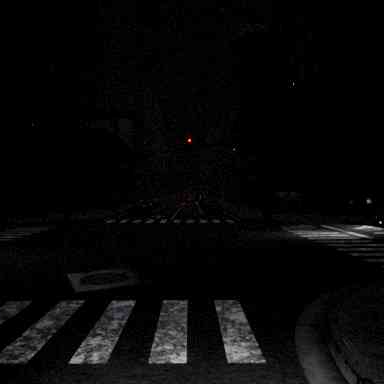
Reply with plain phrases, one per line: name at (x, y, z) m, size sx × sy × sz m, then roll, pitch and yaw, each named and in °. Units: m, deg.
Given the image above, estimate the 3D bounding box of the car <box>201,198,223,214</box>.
car at (2.331, 1.606, 36.177) m, size 1.947 × 1.339 × 4.313 m, roll 0°, pitch 0°, yaw 0°

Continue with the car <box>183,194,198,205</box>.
car at (-0.277, 1.600, 63.326) m, size 1.837 × 1.490 × 4.892 m, roll 0°, pitch 0°, yaw 0°

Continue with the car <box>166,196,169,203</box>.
car at (-5.670, 1.634, 58.229) m, size 2.008 × 1.369 × 4.403 m, roll 0°, pitch 0°, yaw 0°

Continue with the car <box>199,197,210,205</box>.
car at (2.361, 1.647, 63.731) m, size 2.008 × 1.369 × 4.403 m, roll 0°, pitch 0°, yaw 0°

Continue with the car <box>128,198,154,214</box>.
car at (-5.694, 1.480, 36.187) m, size 1.967 × 1.590 × 4.097 m, roll 0°, pitch 0°, yaw 0°

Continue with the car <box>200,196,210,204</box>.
car at (2.343, 1.641, 47.200) m, size 1.802 × 1.307 × 4.206 m, roll 0°, pitch 0°, yaw 0°

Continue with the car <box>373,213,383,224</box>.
car at (14.349, 1.494, 20.716) m, size 5.357 × 1.411 × 2.033 m, roll 0°, pitch 0°, yaw -2°

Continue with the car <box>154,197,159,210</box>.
car at (-5.688, 1.489, 41.697) m, size 1.967 × 1.590 × 4.097 m, roll 0°, pitch 0°, yaw 0°

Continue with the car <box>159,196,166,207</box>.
car at (-5.676, 1.653, 52.718) m, size 1.802 × 1.307 × 4.206 m, roll 0°, pitch 0°, yaw 0°

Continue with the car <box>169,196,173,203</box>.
car at (-5.658, 1.552, 69.251) m, size 1.967 × 1.590 × 4.097 m, roll 0°, pitch 0°, yaw 0°

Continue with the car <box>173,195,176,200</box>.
car at (-5.646, 1.694, 80.272) m, size 2.008 × 1.369 × 4.403 m, roll 0°, pitch 0°, yaw 0°

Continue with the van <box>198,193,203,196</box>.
van at (2.355, 1.424, 58.221) m, size 1.690 × 1.788 × 3.998 m, roll 0°, pitch 0°, yaw 0°

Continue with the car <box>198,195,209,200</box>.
car at (2.349, 1.636, 52.710) m, size 1.947 × 1.339 × 4.313 m, roll 0°, pitch 0°, yaw 0°

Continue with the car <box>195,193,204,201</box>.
car at (2.022, 1.400, 90.177) m, size 2.150 × 2.045 × 5.566 m, roll 0°, pitch 0°, yaw 0°
